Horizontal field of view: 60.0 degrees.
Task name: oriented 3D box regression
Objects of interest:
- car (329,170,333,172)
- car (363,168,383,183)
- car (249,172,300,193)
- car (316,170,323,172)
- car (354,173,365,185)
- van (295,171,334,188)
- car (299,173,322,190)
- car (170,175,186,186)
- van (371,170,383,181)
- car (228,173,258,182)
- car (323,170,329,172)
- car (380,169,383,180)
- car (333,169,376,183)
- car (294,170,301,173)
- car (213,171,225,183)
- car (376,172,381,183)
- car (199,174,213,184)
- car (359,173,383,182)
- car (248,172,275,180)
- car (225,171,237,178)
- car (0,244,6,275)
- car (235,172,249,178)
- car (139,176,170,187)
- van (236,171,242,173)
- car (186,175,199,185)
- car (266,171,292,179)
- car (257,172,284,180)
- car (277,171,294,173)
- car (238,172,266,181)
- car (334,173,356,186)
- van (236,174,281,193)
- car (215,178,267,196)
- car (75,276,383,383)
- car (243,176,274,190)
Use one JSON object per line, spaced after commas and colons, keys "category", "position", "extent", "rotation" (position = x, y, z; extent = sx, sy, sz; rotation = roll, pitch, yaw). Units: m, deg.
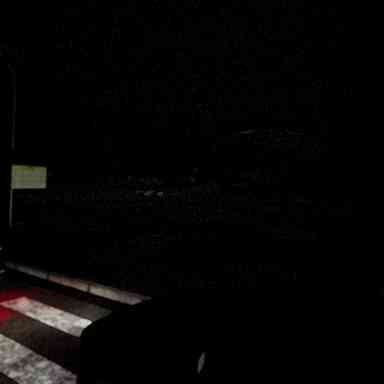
{"category": "car", "position": [32.445, -4.702, 82.854], "extent": [5.008, 1.535, 2.097], "rotation": [2, 6, 31]}
{"category": "car", "position": [31.844, -2.721, 59.524], "extent": [5.566, 2.045, 2.435], "rotation": [4, 7, 31]}
{"category": "car", "position": [10.462, -1.067, 42.982], "extent": [5.566, 2.045, 2.435], "rotation": [4, 8, 32]}
{"category": "car", "position": [27.874, -4.328, 79.201], "extent": [4.674, 1.452, 2.002], "rotation": [2, 5, 31]}
{"category": "car", "position": [24.769, -1.883, 53.961], "extent": [4.792, 1.488, 2.163], "rotation": [4, 7, 32]}
{"category": "van", "position": [17.728, -1.581, 48.378], "extent": [4.442, 1.987, 1.878], "rotation": [4, 7, 32]}
{"category": "car", "position": [15.222, -1.307, 46.642], "extent": [4.553, 1.767, 2.185], "rotation": [4, 7, 32]}
{"category": "car", "position": [-3.978, -1.773, 53.263], "extent": [4.792, 1.488, 2.163], "rotation": [2, 5, 30]}
{"category": "van", "position": [36.578, -3.064, 63.232], "extent": [4.442, 1.987, 1.878], "rotation": [4, 7, 31]}
{"category": "car", "position": [9.812, -2.909, 64.352], "extent": [5.366, 1.575, 1.946], "rotation": [2, 5, 31]}
{"category": "car", "position": [30.177, -4.661, 80.994], "extent": [4.553, 1.767, 2.185], "rotation": [2, 6, 31]}
{"category": "car", "position": [41.160, -3.453, 67.021], "extent": [5.566, 2.045, 2.435], "rotation": [4, 7, 31]}
{"category": "car", "position": [27.140, -2.348, 55.786], "extent": [5.566, 2.045, 2.435], "rotation": [4, 7, 31]}
{"category": "car", "position": [21.033, -3.826, 73.668], "extent": [4.892, 1.521, 2.231], "rotation": [2, 6, 31]}
{"category": "car", "position": [2.849, -2.483, 58.844], "extent": [4.553, 1.767, 2.185], "rotation": [2, 6, 31]}
{"category": "car", "position": [29.473, -2.285, 57.694], "extent": [4.892, 1.521, 2.231], "rotation": [4, 7, 31]}
{"category": "car", "position": [0.522, -2.145, 57.023], "extent": [4.792, 1.488, 2.163], "rotation": [2, 6, 31]}
{"category": "car", "position": [33.986, -2.674, 61.531], "extent": [5.366, 1.575, 1.946], "rotation": [4, 7, 31]}
{"category": "car", "position": [14.224, -3.249, 68.132], "extent": [4.792, 1.488, 2.163], "rotation": [2, 5, 31]}
{"category": "car", "position": [5.101, -2.545, 60.744], "extent": [5.008, 1.535, 2.097], "rotation": [2, 5, 31]}
{"category": "car", "position": [-6.460, 1.429, 8.227], "extent": [4.902, 1.511, 2.128], "rotation": [1, 1, 37]}
{"category": "car", "position": [10.147, -2.139, 56.974], "extent": [4.674, 1.442, 1.812], "rotation": [-4, 7, -34]}
{"category": "car", "position": [-6.281, -1.578, 51.409], "extent": [4.674, 1.452, 2.002], "rotation": [2, 5, 30]}
{"category": "van", "position": [7.276, -2.957, 62.636], "extent": [4.442, 1.987, 1.878], "rotation": [2, 6, 31]}
{"category": "car", "position": [-1.706, -2.112, 55.112], "extent": [4.553, 1.767, 2.185], "rotation": [2, 6, 30]}
{"category": "car", "position": [18.755, -3.644, 71.831], "extent": [4.892, 1.521, 2.231], "rotation": [2, 6, 31]}
{"category": "car", "position": [16.470, -3.463, 69.997], "extent": [5.008, 1.535, 2.097], "rotation": [2, 5, 31]}
{"category": "car", "position": [16.060, -2.625, 61.413], "extent": [5.008, 1.535, 1.882], "rotation": [-5, 7, -39]}
{"category": "car", "position": [11.920, -3.096, 66.303], "extent": [5.008, 1.535, 2.097], "rotation": [2, 5, 31]}
{"category": "car", "position": [22.380, -1.728, 52.119], "extent": [4.892, 1.521, 2.231], "rotation": [4, 8, 32]}
{"category": "van", "position": [8.211, -0.852, 41.095], "extent": [4.442, 1.987, 1.878], "rotation": [4, 7, 32]}
{"category": "car", "position": [5.730, -0.453, 39.365], "extent": [5.008, 1.535, 2.097], "rotation": [4, 7, 32]}
{"category": "car", "position": [1.125, 1.475, 2.634], "extent": [5.008, 1.535, 1.882], "rotation": [0, 0, 36]}
{"category": "car", "position": [9.567, -1.375, 48.372], "extent": [1.882, 1.535, 5.008], "rotation": [-4, 6, -23]}
